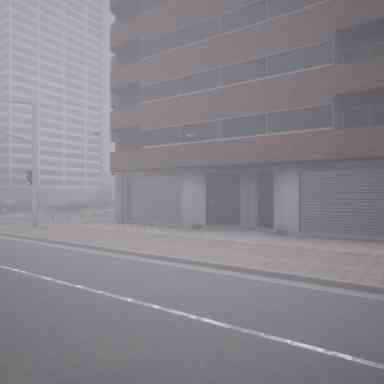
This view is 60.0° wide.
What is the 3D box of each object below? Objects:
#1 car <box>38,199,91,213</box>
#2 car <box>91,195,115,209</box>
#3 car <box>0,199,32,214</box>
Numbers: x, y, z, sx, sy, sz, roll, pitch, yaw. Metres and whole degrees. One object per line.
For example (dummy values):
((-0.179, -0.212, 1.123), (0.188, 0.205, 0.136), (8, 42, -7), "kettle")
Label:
((-13.872, 1.601, 36.458), (1.895, 1.301, 4.718), (0, 0, 35), "car")
((-12.781, 1.505, 44.149), (1.837, 1.490, 4.892), (0, 0, 35), "car")
((-18.736, 1.477, 35.595), (1.882, 1.535, 5.008), (0, 0, 35), "car")
